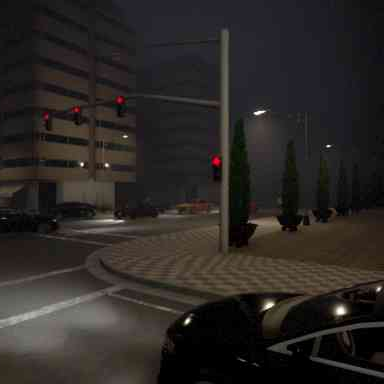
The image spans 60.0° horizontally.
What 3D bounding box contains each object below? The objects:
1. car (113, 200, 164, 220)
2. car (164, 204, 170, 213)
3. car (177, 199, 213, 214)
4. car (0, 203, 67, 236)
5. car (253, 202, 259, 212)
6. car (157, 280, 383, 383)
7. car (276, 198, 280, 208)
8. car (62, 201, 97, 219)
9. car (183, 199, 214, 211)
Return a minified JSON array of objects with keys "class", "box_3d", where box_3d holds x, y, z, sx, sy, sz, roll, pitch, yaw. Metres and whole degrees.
[{"class":"car","box_3d":[-4.797,1.618,29.032,1.994,1.385,4.181,0,0,35]},{"class":"car","box_3d":[-4.552,1.602,35.445,2.033,1.411,5.357,0,0,35]},{"class":"car","box_3d":[0.353,1.532,36.320,1.882,1.535,5.008,0,0,35]},{"class":"car","box_3d":[-9.434,1.514,17.101,4.902,1.511,2.128,1,-1,-41]},{"class":"car","box_3d":[5.898,1.411,37.777,2.097,1.767,4.553,0,0,37]},{"class":"car","box_3d":[1.890,1.492,2.626,4.902,1.511,2.128,0,0,36]},{"class":"car","box_3d":[14.499,1.276,49.937,2.150,2.045,5.566,0,0,35]},{"class":"car","box_3d":[-10.172,1.559,27.488,1.837,1.490,4.892,0,0,35]},{"class":"car","box_3d":[0.899,1.618,43.135,1.994,1.385,4.181,0,0,36]}]
